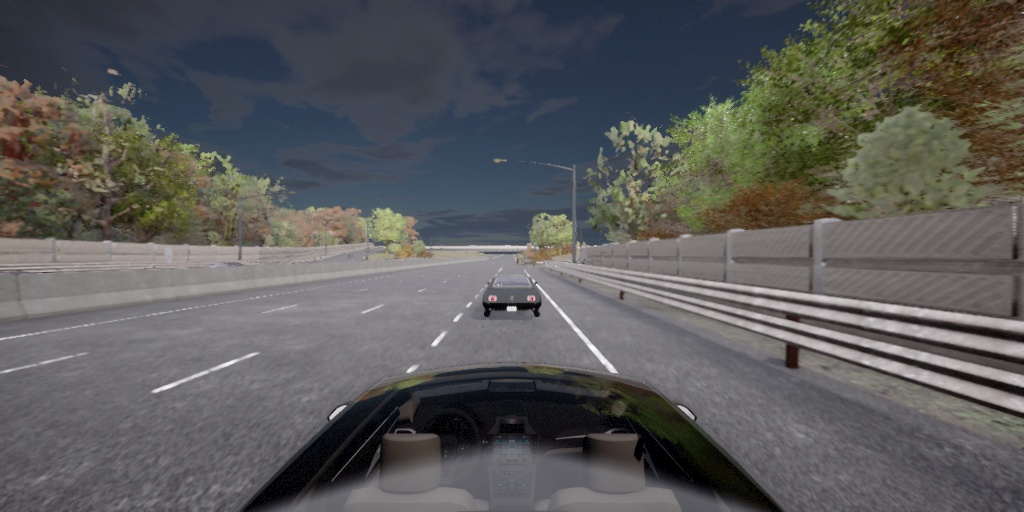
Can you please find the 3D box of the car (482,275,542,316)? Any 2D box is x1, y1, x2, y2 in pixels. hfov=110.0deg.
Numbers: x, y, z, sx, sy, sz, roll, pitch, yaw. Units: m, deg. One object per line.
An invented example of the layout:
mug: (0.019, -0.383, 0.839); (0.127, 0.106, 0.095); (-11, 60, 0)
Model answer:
car: (0.000, 1.350, 13.309); (1.895, 1.301, 4.718); (0, 0, 0)

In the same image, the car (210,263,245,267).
car: (-24.583, 1.310, 30.826); (2.033, 1.411, 5.357); (0, 0, 0)

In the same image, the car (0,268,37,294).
car: (-28.074, 1.353, 18.128); (1.895, 1.301, 4.718); (0, 0, 0)

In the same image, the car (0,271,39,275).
car: (-21.070, 1.314, 14.635); (1.994, 1.385, 4.181); (0, 0, 0)
